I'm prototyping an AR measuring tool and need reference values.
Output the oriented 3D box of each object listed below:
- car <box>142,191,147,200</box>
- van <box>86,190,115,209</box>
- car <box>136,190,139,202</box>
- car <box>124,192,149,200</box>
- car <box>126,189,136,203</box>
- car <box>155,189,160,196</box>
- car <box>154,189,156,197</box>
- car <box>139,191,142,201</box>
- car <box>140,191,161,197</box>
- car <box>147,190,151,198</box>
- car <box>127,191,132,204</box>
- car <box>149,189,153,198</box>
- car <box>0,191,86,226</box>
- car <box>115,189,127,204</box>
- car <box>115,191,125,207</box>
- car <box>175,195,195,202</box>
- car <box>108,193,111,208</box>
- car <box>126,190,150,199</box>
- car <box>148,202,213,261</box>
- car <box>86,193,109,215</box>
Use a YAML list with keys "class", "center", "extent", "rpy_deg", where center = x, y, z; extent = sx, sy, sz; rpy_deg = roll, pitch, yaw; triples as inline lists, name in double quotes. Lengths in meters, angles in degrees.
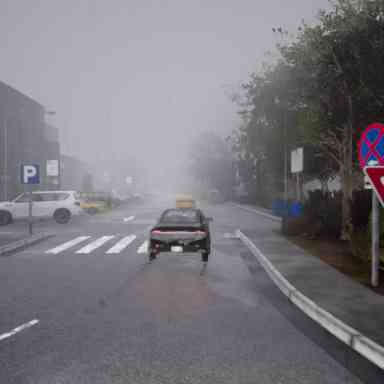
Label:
- class: "car"
  center: [-10.737, 0.585, 54.095]
  extent: [5.566, 2.045, 2.435]
  rpy_deg: [-1, 0, -21]
- class: "van"
  center: [-10.304, 0.846, 33.020]
  extent: [4.442, 1.987, 1.878]
  rpy_deg: [-1, 1, -22]
- class: "car"
  center: [-10.571, 0.774, 48.085]
  extent: [4.553, 1.767, 2.185]
  rpy_deg: [-1, 1, -21]
- class: "car"
  center: [-11.067, 0.761, 66.088]
  extent: [4.674, 1.452, 2.002]
  rpy_deg: [-1, 1, -22]
- class: "car"
  center: [-10.492, 0.806, 45.085]
  extent: [4.553, 1.767, 2.185]
  rpy_deg: [-1, 1, -22]
- class: "car"
  center: [-11.665, 0.549, 87.088]
  extent: [4.892, 1.521, 2.231]
  rpy_deg: [-1, 0, -22]
- class: "car"
  center: [-11.285, 0.671, 75.103]
  extent: [4.792, 1.488, 2.163]
  rpy_deg: [-1, 0, -22]
- class: "car"
  center: [-10.656, 0.897, 51.100]
  extent: [4.792, 1.488, 2.163]
  rpy_deg: [-1, 0, -22]
- class: "car"
  center: [-11.670, 0.496, 93.157]
  extent: [5.366, 1.575, 1.946]
  rpy_deg: [-1, 0, -22]
- class: "car"
  center: [-10.742, 0.771, 60.159]
  extent: [5.366, 1.575, 1.946]
  rpy_deg: [-1, 0, -21]
- class: "car"
  center: [-10.444, 1.006, 42.079]
  extent: [4.674, 1.452, 2.002]
  rpy_deg: [-1, 0, -22]
- class: "car"
  center: [-10.983, 0.497, 63.108]
  extent: [5.566, 2.045, 2.435]
  rpy_deg: [-1, 0, -22]
- class: "car"
  center: [-9.860, 0.957, 21.036]
  extent: [5.566, 2.045, 2.435]
  rpy_deg: [-1, 1, -22]
- class: "car"
  center: [-10.396, 0.875, 39.069]
  extent: [4.553, 1.767, 2.185]
  rpy_deg: [-1, 0, -22]
- class: "car"
  center: [-10.272, 1.035, 36.070]
  extent: [5.008, 1.535, 2.097]
  rpy_deg: [-1, 1, -22]
- class: "car"
  center: [-0.677, 1.062, 33.336]
  extent: [1.882, 1.535, 5.008]
  rpy_deg: [0, 1, -2]
- class: "car"
  center: [-10.113, 1.144, 30.070]
  extent: [4.674, 1.452, 2.002]
  rpy_deg: [-1, 0, -22]
- class: "car"
  center: [-11.183, 0.569, 69.081]
  extent: [4.553, 1.767, 2.185]
  rpy_deg: [-1, 0, -22]
- class: "car"
  center: [-0.329, 1.326, 11.618]
  extent: [2.128, 1.511, 4.902]
  rpy_deg: [0, 1, 2]
- class: "car"
  center: [-9.846, 1.132, 27.135]
  extent: [5.366, 1.575, 1.946]
  rpy_deg: [-1, 0, -22]
